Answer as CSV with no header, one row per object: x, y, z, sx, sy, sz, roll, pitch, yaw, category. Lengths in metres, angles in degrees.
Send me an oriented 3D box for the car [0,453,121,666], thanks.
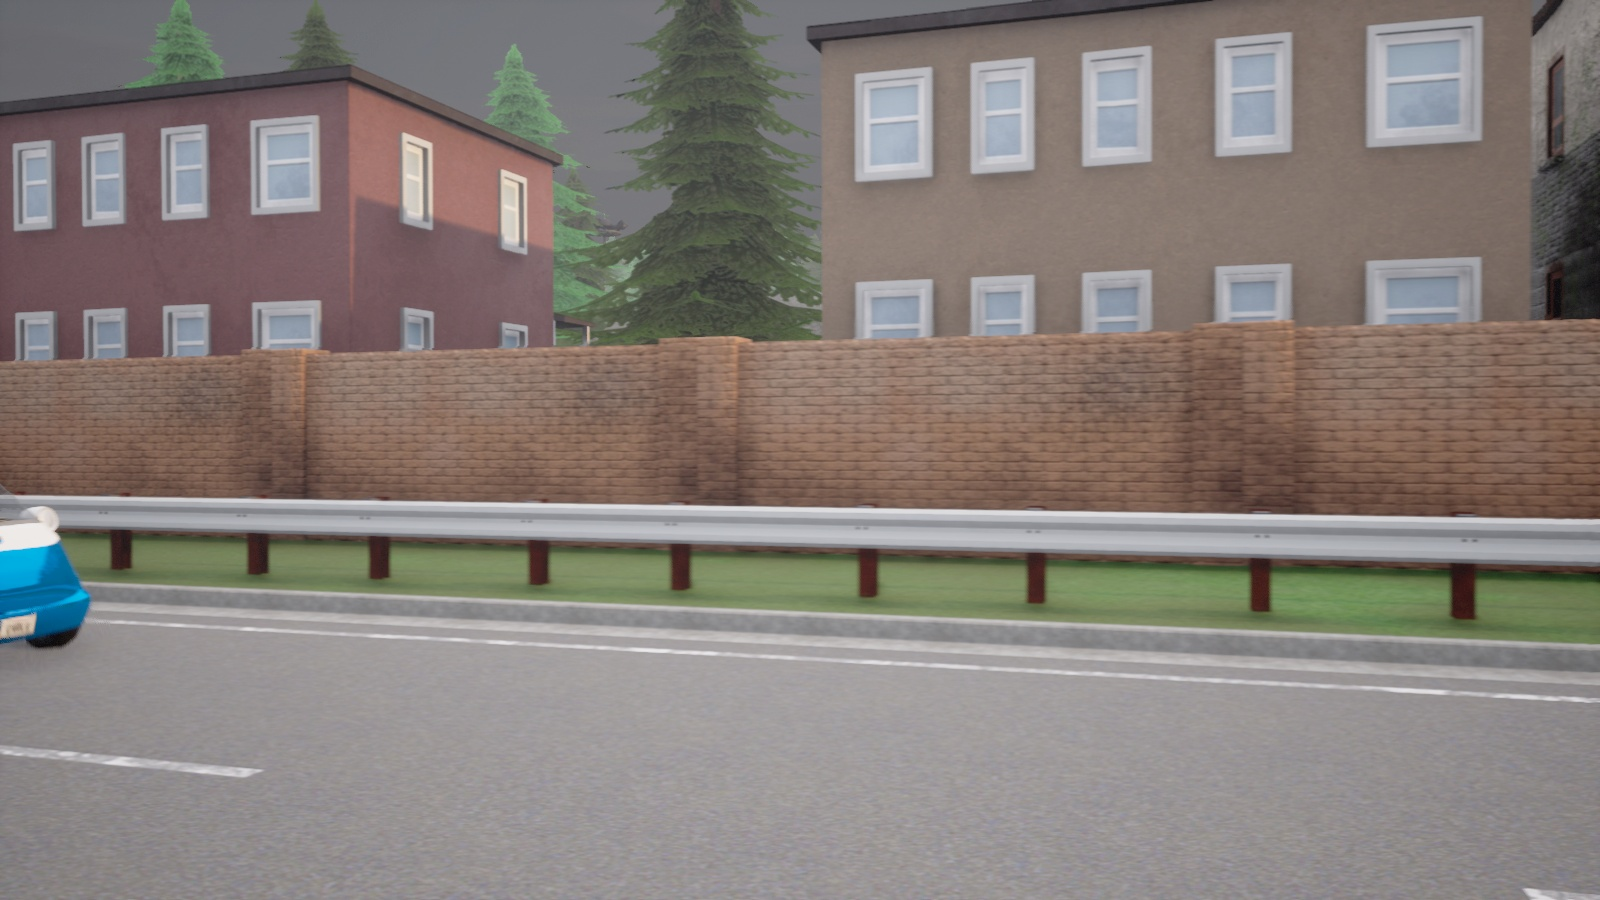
-6.230,0.720,8.773,2.207,1.376,1.481,0,1,17,car
